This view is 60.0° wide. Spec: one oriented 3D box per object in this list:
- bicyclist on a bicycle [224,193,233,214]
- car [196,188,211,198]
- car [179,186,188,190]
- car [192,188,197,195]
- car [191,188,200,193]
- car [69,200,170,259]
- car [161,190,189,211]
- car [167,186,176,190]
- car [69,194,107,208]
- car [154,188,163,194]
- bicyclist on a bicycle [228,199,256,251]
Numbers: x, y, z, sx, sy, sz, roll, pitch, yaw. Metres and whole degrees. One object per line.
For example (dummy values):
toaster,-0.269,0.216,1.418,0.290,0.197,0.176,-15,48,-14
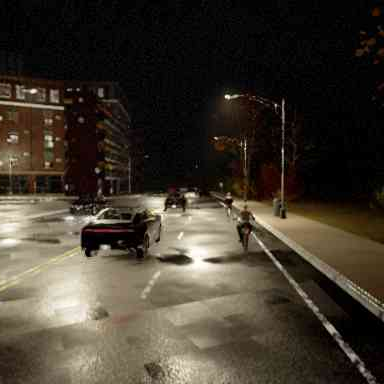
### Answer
bicyclist on a bicycle,2.314,0.933,21.054,0.659,1.776,1.843,0,1,3
car,2.187,0.258,58.093,1.882,1.535,5.008,0,1,0
car,-2.274,-0.740,92.357,2.150,2.045,5.566,0,1,-3
car,1.750,-0.238,75.440,2.097,1.767,4.553,0,1,-2
car,0.927,-0.445,93.329,2.033,1.411,5.357,0,1,-3
car,-2.232,1.248,11.561,2.128,1.511,4.902,0,1,3
car,-1.399,0.880,29.826,1.837,1.490,4.892,0,1,2
car,-5.046,-0.532,82.969,2.150,2.045,5.566,0,1,-2
car,-8.148,0.944,26.605,1.837,1.490,4.892,0,1,3
car,-8.291,-0.276,82.796,1.882,1.535,5.008,0,1,-2
bicyclist on a bicycle,1.866,1.192,11.794,0.866,1.612,1.509,0,1,3
